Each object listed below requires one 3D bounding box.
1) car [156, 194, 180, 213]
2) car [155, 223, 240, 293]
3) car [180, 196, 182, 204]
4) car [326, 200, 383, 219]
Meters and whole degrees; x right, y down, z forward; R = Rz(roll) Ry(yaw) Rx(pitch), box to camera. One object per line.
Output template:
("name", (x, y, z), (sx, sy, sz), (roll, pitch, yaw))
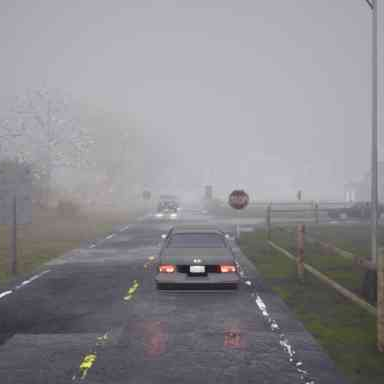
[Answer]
("car", (-2.738, 1.205, 37.481), (2.150, 2.045, 5.566), (0, 0, -2))
("car", (0.101, 1.547, 8.990), (2.033, 1.411, 5.357), (0, 0, 0))
("car", (-2.820, 1.444, 49.113), (1.882, 1.535, 5.008), (0, 0, 0))
("car", (13.196, 1.422, 26.312), (5.008, 1.535, 1.882), (0, 0, 0))
